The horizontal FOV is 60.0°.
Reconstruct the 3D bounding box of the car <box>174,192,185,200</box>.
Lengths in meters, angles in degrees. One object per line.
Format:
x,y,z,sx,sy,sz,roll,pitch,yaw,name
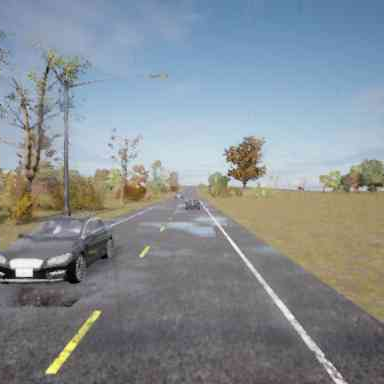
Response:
-3.501,0.942,87.843,2.150,2.045,5.566,0,0,0,car

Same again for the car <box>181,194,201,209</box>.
0.099,1.364,42.161,2.128,1.511,4.902,0,0,0,car

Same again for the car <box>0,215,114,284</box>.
-3.599,1.464,9.587,2.128,1.511,4.902,0,0,0,car

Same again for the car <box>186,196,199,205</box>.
0.098,1.397,54.795,1.994,1.385,4.181,0,0,0,car
